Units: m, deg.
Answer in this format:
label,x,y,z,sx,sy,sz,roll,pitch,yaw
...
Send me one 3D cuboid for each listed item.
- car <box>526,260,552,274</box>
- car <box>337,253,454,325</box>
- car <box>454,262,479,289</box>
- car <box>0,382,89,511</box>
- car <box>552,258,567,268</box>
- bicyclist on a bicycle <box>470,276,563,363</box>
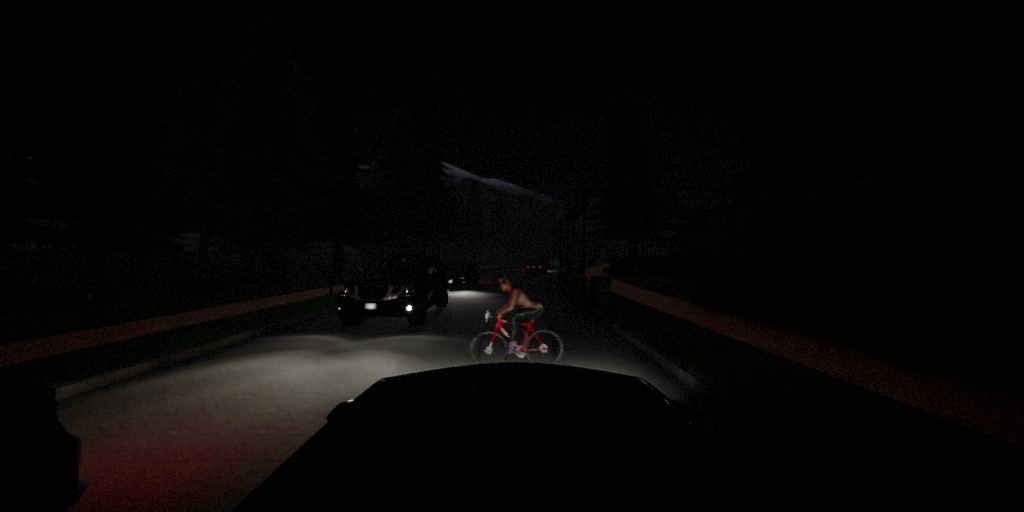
label,x,y,z,sx,sy,sz,roll,pitch,yaw
car,2.656,1.097,37.712,2.033,1.411,5.357,0,0,12
car,-3.568,0.915,11.880,2.150,2.045,5.566,0,0,1
car,-3.205,1.140,22.175,1.837,1.490,4.892,0,0,4
car,-3.591,1.251,0.116,2.128,1.511,4.902,0,0,0
car,6.758,0.996,52.063,1.812,1.442,4.674,0,0,19
bicyclist on a bicycle,0.068,1.171,6.266,1.656,1.620,0.582,-1,0,0
